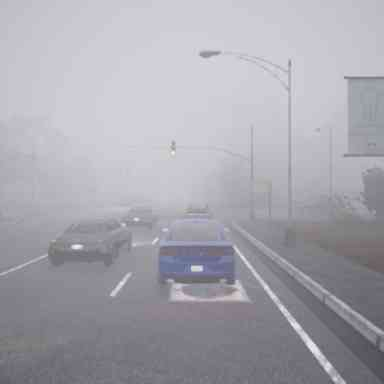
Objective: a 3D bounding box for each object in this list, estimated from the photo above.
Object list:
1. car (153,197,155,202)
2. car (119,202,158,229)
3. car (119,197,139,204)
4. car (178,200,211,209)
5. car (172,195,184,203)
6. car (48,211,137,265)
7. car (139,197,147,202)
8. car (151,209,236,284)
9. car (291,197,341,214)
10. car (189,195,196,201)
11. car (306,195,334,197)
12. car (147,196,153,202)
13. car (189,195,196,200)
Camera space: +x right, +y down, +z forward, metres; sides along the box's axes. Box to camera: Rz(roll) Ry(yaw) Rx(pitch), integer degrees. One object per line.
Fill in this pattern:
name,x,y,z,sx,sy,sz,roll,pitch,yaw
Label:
car,-10.373,1.777,82.954,1.994,1.385,4.181,0,0,0
car,-3.363,1.625,22.061,1.994,1.385,4.181,0,0,0
car,-10.503,1.639,53.973,2.128,1.511,4.902,0,0,0
car,0.518,1.552,21.978,2.128,1.511,4.902,0,0,6
car,-3.356,1.753,71.811,1.994,1.385,4.181,0,0,0
car,-3.384,1.596,11.799,1.994,1.385,4.181,0,0,0
car,-10.429,1.737,63.324,1.994,1.385,4.181,0,0,2
car,0.115,1.504,9.685,1.882,1.535,5.008,0,0,0
car,14.071,1.579,36.841,5.008,1.535,1.882,0,0,3
car,0.145,1.682,94.532,2.033,1.411,5.357,0,0,0
car,14.784,1.333,40.327,5.566,2.045,2.150,0,0,2
car,-10.389,1.724,72.928,1.812,1.442,4.674,0,0,0
car,0.129,1.764,84.113,2.033,1.411,5.357,0,0,0
